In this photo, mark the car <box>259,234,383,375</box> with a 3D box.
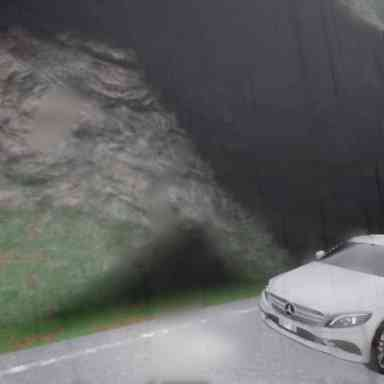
[{"bbox_3d":[3.271,1.494,5.588,4.674,1.442,1.812,0,1,-31],"label":"car"}]
